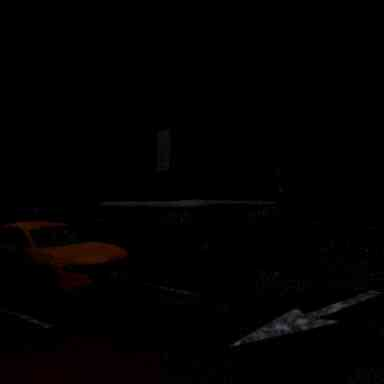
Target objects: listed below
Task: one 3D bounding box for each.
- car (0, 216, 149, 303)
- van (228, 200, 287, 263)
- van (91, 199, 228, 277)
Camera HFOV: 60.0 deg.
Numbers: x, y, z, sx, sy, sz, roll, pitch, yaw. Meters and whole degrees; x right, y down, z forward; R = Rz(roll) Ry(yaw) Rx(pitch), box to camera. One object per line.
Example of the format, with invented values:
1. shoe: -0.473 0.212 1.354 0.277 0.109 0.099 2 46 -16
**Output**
1. car: -3.731 1.486 8.312 5.008 1.535 2.097 -1 -1 34
2. van: 1.002 1.258 11.918 4.442 1.987 1.878 -1 0 34
3. van: -1.417 1.260 10.142 4.442 1.987 1.878 -1 0 34
